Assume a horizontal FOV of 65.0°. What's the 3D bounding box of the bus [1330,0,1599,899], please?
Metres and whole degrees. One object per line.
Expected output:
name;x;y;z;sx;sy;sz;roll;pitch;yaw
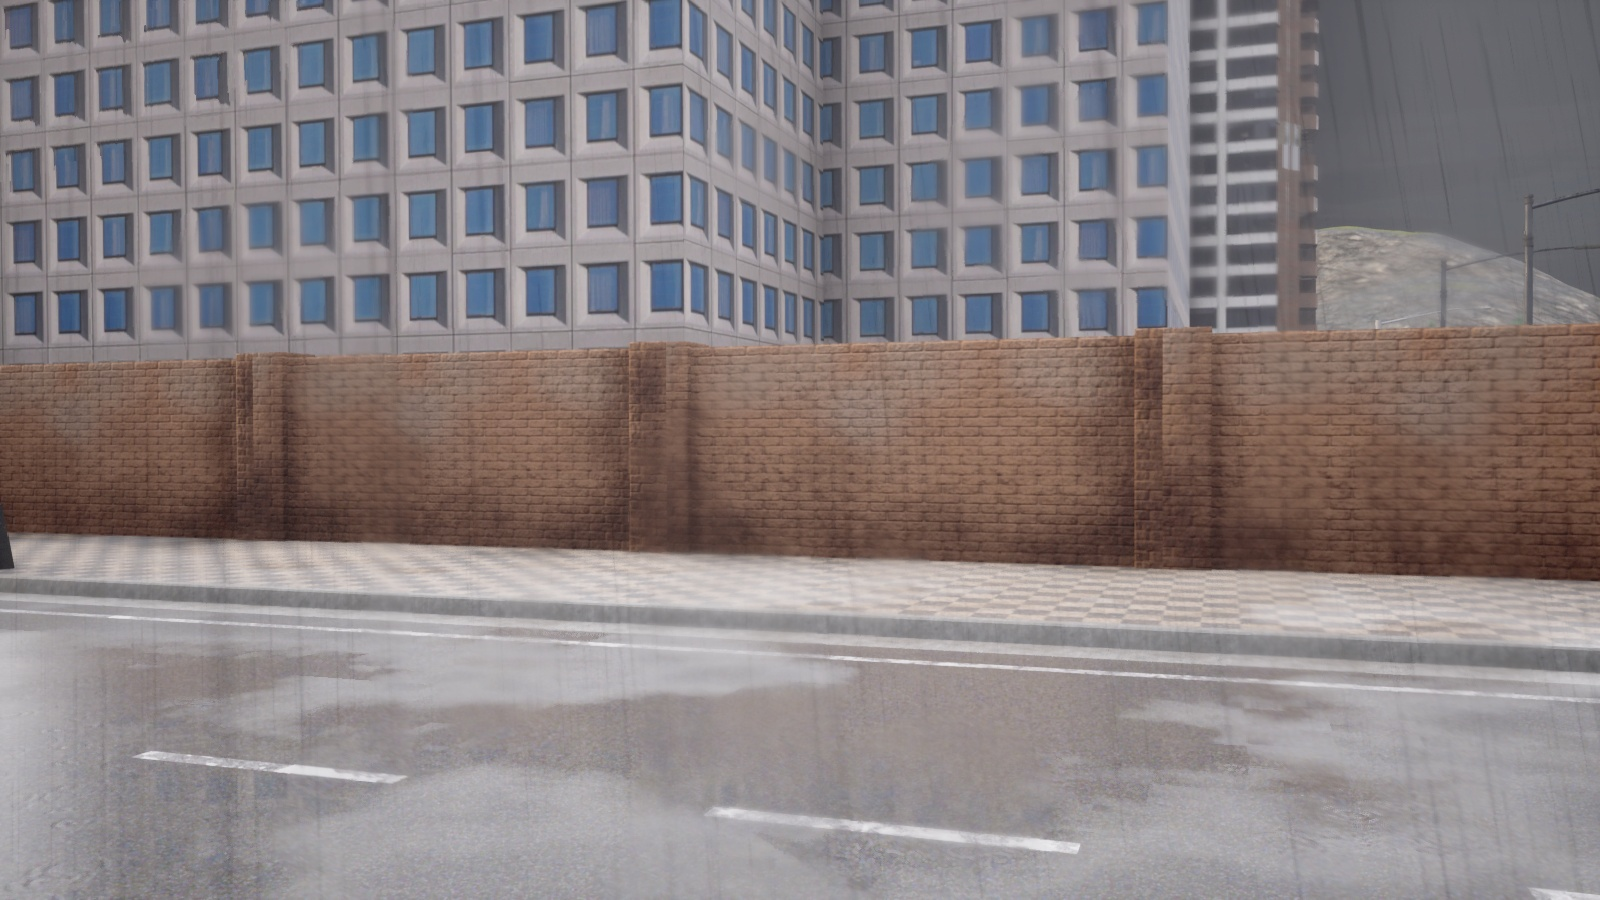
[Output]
bus;6.122;-0.540;0.798;10.273;4.253;3.944;1;0;29
